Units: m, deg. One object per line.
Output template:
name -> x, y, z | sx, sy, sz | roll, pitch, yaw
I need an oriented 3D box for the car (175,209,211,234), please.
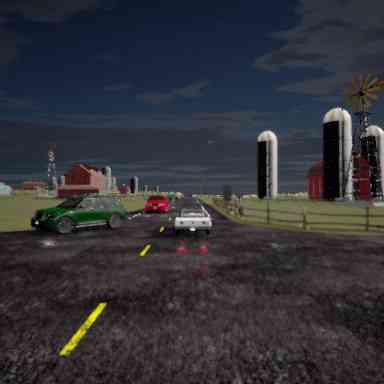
car -> 0.037, 1.625, 19.422 | 1.895, 1.301, 4.718 | 0, 0, 0

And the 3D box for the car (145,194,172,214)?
car -> -3.725, 1.250, 36.431 | 2.150, 2.045, 5.566 | 0, 0, 0

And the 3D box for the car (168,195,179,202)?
car -> -3.734, 1.272, 67.587 | 1.994, 1.385, 4.181 | 0, 0, 0

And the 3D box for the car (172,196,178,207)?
car -> -3.756, 1.415, 52.209 | 2.097, 1.767, 4.553 | 0, 0, 0

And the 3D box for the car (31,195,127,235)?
car -> -6.430, 1.234, 19.678 | 2.150, 2.045, 5.566 | 1, 1, 39
